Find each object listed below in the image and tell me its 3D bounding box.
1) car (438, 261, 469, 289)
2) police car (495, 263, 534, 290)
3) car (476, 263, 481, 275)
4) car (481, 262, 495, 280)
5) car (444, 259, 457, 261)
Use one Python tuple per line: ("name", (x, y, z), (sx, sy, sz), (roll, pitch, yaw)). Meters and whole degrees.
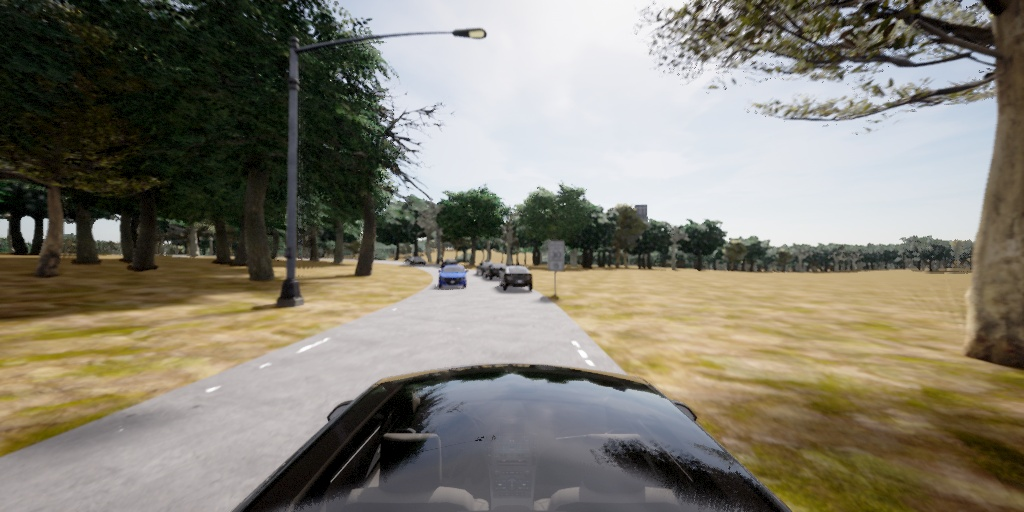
("car", (-4.081, 1.374, 25.099), (1.882, 1.535, 5.008), (1, 0, -8))
("police car", (0.191, 1.346, 24.213), (1.930, 1.638, 5.238), (0, 0, -6))
("car", (-2.840, 1.405, 40.152), (1.837, 1.490, 4.892), (0, 0, -15))
("car", (-1.421, 1.408, 34.188), (1.882, 1.535, 5.008), (0, 0, -12))
("car", (-9.786, 1.141, 56.669), (1.882, 1.535, 5.008), (0, 1, -27))
